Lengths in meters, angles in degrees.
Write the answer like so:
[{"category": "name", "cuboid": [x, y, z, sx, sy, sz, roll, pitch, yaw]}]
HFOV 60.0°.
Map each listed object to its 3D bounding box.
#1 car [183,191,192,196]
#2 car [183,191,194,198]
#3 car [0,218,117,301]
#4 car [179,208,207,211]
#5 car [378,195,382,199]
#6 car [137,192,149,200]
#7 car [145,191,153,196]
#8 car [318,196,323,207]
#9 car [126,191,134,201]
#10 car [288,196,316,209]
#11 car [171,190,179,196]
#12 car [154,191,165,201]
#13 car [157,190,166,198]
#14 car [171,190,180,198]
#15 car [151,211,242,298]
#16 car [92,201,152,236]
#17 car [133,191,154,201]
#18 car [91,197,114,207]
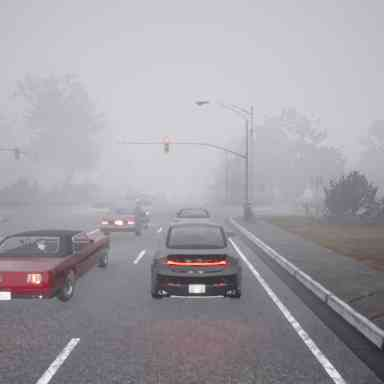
[{"category": "car", "cuboid": [-1.441, 0.456, 95.186, 2.033, 1.411, 5.357, 0, 1, -7]}, {"category": "car", "cuboid": [-0.687, 0.775, 85.309, 1.994, 1.385, 4.181, 0, 1, -4]}, {"category": "car", "cuboid": [-3.415, 1.570, 8.209, 1.895, 1.301, 4.718, 0, 0, 0]}, {"category": "car", "cuboid": [0.076, 1.495, 17.703, 1.895, 1.301, 4.718, 0, 0, 0]}, {"category": "car", "cuboid": [23.743, 0.939, 39.026, 5.566, 2.045, 2.150, 0, 0, -4]}, {"category": "car", "cuboid": [-10.747, 0.871, 73.482, 1.882, 1.535, 5.008, 0, 1, -1]}, {"category": "car", "cuboid": [-11.398, 0.390, 88.464, 1.895, 1.301, 4.718, 0, 1, -4]}, {"category": "car", "cuboid": [16.099, 1.244, 34.870, 4.902, 1.511, 2.128, 0, 0, -3]}, {"category": "car", "cuboid": [-10.693, 0.750, 61.189, 2.150, 2.045, 5.566, 0, 1, 0]}, {"category": "car", "cuboid": [13.659, 1.214, 38.436, 4.902, 1.511, 2.128, 0, 0, -3]}, {"category": "car", "cuboid": [-4.921, 0.275, 94.818, 2.097, 1.767, 4.553, 0, 1, -7]}, {"category": "car", "cuboid": [-7.183, 1.016, 67.107, 2.033, 1.411, 5.357, 0, 1, 0]}, {"category": "car", "cuboid": [-7.362, 0.564, 77.708, 2.150, 2.045, 5.566, 0, 1, -1]}, {"category": "car", "cuboid": [-4.159, 0.756, 84.771, 2.128, 1.511, 4.902, 0, 1, -4]}, {"category": "car", "cuboid": [0.086, 1.472, 8.390, 1.837, 1.490, 4.892, 0, 0, 0]}, {"category": "car", "cuboid": [-3.449, 1.441, 17.798, 2.033, 1.411, 5.357, 0, 0, -1]}, {"category": "car", "cuboid": [-6.697, 1.006, 46.552, 2.097, 1.767, 4.553, 0, 1, -6]}, {"category": "car", "cuboid": [-10.677, 1.271, 40.176, 1.994, 1.385, 4.181, 0, 1, 0]}]
